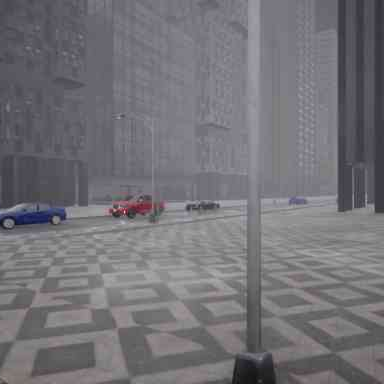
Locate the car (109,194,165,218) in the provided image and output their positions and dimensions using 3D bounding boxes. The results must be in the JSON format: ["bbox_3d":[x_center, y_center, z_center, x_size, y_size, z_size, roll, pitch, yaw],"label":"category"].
[{"bbox_3d":[-4.779,1.189,29.835,2.150,2.045,5.566,0,0,36],"label":"car"}]

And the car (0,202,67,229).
[{"bbox_3d":[-10.714,1.458,21.719,1.882,1.535,5.008,0,0,36],"label":"car"}]

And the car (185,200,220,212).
[{"bbox_3d":[1.215,1.555,38.021,1.895,1.301,4.718,0,0,36],"label":"car"}]

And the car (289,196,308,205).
[{"bbox_3d":[17.647,1.401,55.079,1.882,1.535,5.008,0,0,36],"label":"car"}]
